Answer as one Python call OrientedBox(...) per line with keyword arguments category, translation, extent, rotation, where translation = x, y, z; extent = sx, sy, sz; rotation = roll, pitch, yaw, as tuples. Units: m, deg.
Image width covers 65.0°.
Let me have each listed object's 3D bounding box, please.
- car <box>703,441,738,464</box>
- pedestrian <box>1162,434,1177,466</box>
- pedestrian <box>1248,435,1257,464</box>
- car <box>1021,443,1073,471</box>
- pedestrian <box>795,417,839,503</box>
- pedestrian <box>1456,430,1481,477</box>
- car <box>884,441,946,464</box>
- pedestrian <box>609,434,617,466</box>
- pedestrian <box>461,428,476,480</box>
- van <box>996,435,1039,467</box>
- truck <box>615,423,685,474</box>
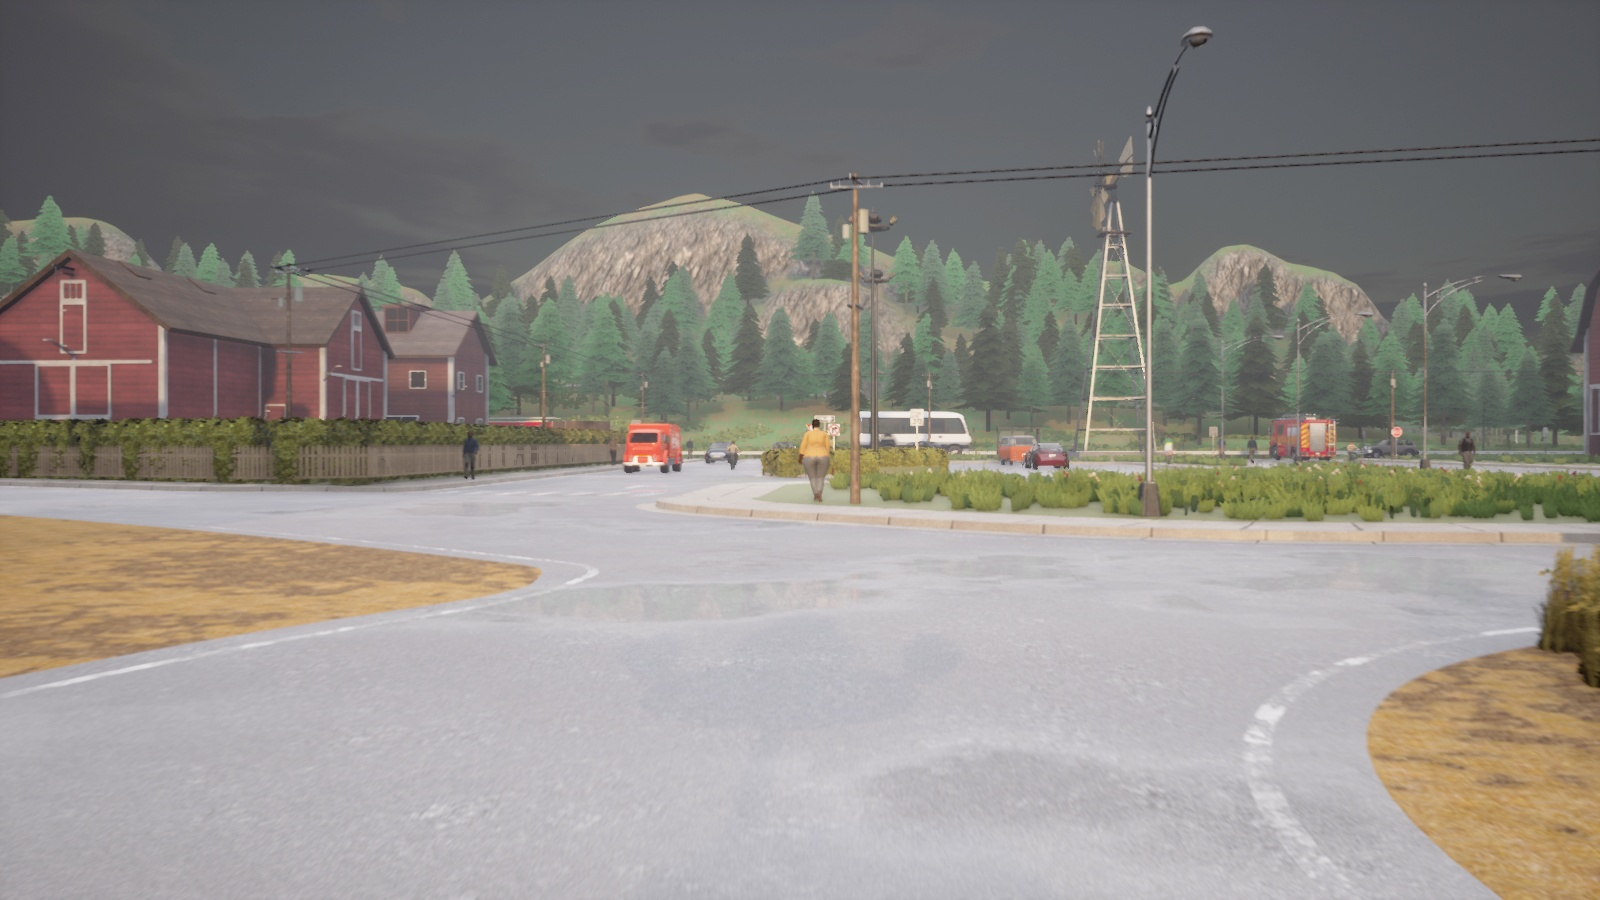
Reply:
OrientedBox(category="car", translation=(-5.808, 0.152, 92.187), extent=(2.033, 1.649, 4.856), rotation=(0, 0, 3))
OrientedBox(category="pedestrian", translation=(22.636, -0.013, 76.940), extent=(0.659, 1.952, 0.873), rotation=(0, 0, -2))
OrientedBox(category="pedestrian", translation=(28.339, -0.017, 78.594), extent=(0.370, 1.835, 0.726), rotation=(0, 0, 7))
OrientedBox(category="car", translation=(13.722, 0.364, 69.967), extent=(2.163, 1.488, 4.792), rotation=(0, 0, 3))
OrientedBox(category="pedestrian", translation=(0.358, 0.206, 27.644), extent=(0.874, 1.855, 0.900), rotation=(0, 0, -5))
OrientedBox(category="pedestrian", translation=(26.814, 0.140, 50.371), extent=(0.563, 1.883, 0.849), rotation=(0, 0, 2))
OrientedBox(category="car", translation=(8.263, 0.143, 90.209), extent=(3.988, 1.617, 1.851), rotation=(0, 0, 30))
OrientedBox(category="pedestrian", translation=(-10.877, -0.019, 73.136), extent=(0.331, 1.846, 0.634), rotation=(0, 0, 1))
OrientedBox(category="pedestrian", translation=(-11.946, 0.137, 45.274), extent=(0.370, 1.835, 0.726), rotation=(0, 0, 0))
OrientedBox(category="van", translation=(14.084, 0.050, 81.682), extent=(1.775, 1.987, 4.442), rotation=(0, 0, -4))
OrientedBox(category="truck", translation=(-7.500, -0.104, 63.348), extent=(2.627, 2.467, 5.204), rotation=(0, 0, 3))
